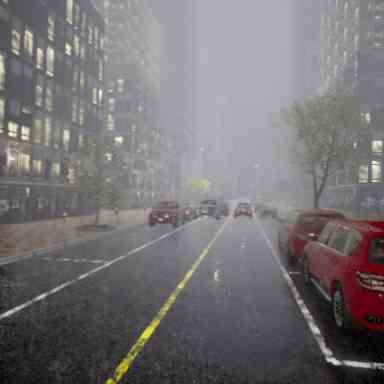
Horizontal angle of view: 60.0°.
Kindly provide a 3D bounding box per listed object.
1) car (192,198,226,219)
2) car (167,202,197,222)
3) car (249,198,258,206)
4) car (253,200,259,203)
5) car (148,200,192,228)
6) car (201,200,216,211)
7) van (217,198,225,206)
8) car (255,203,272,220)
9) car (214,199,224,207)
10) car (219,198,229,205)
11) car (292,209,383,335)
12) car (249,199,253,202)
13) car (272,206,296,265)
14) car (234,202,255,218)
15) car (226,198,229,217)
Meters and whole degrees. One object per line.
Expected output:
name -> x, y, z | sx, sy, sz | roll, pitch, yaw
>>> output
car -> 1.452, 1.348, 27.884 | 2.097, 1.767, 4.553 | 1, -1, 9
car -> -0.821, 1.751, 30.006 | 1.967, 1.590, 4.097 | 1, -1, 9
car -> 16.471, 2.696, 89.176 | 2.192, 1.841, 5.009 | 1, -1, 9
car -> 10.416, 2.347, 50.740 | 1.887, 1.381, 4.507 | 1, -1, 9
car -> -1.682, 1.545, 24.517 | 2.192, 1.841, 5.009 | 1, -1, 9
car -> 2.636, 2.077, 51.968 | 1.967, 1.590, 4.097 | 1, -1, 9
van -> 6.959, 2.391, 79.422 | 1.690, 1.788, 3.998 | 1, -1, 9
car -> 7.824, 2.108, 34.268 | 2.008, 1.369, 4.403 | 1, -1, 9
car -> 6.093, 2.407, 73.930 | 1.967, 1.590, 4.097 | 1, -1, 9
car -> 8.688, 2.531, 90.403 | 2.192, 1.841, 5.009 | 1, -1, 9
car -> 3.618, 1.472, 6.805 | 2.192, 1.841, 5.009 | 1, -1, 9
car -> 7.159, 2.156, 46.402 | 1.882, 1.535, 5.008 | 1, -1, 10
car -> 4.387, 1.550, 12.309 | 2.192, 1.841, 5.009 | 1, -1, 9
car -> 5.636, 2.132, 36.433 | 1.895, 1.301, 4.718 | 1, -1, 9
car -> 3.179, 1.723, 38.885 | 2.150, 2.045, 5.566 | 1, -1, 9
